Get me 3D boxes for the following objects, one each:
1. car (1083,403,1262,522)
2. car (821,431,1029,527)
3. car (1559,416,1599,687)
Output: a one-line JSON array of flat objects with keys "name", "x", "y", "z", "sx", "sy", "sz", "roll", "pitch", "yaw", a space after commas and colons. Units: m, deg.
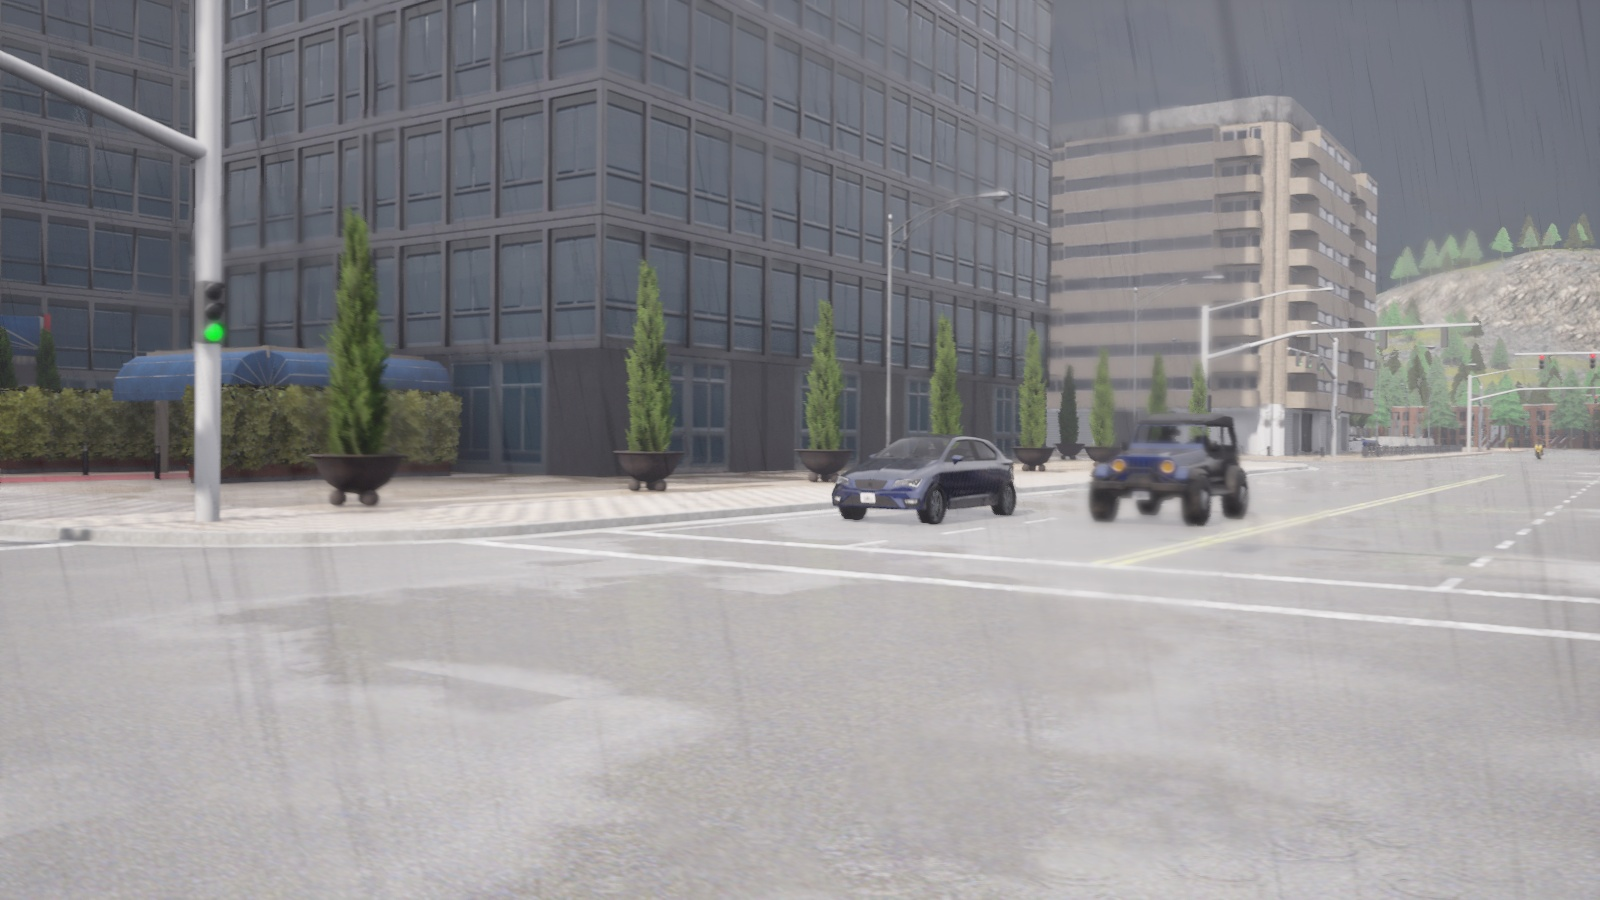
[{"name": "car", "x": 6.604, "y": 0.167, "z": 22.012, "sx": 1.905, "sy": 1.878, "sz": 3.866, "roll": 0, "pitch": 1, "yaw": 34}, {"name": "car", "x": 2.282, "y": 0.426, "z": 21.877, "sx": 1.816, "sy": 1.474, "sz": 4.193, "roll": 0, "pitch": 1, "yaw": 34}, {"name": "car", "x": 5.640, "y": 0.590, "z": 5.006, "sx": 1.882, "sy": 1.535, "sz": 5.008, "roll": -1, "pitch": 1, "yaw": -5}]
